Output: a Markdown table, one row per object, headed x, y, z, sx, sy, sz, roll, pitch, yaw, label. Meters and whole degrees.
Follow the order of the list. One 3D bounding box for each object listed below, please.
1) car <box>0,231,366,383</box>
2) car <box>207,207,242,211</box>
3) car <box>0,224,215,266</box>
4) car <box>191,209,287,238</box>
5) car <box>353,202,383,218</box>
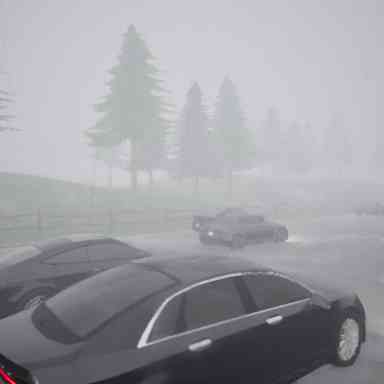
| x | y | z | sx | sy | sz | roll | pitch | yaw | label |
| --- | --- | --- | --- | --- | --- | --- | --- | --- | --- |
| 0.295 | 1.532 | 4.091 | 4.892 | 1.490 | 1.837 | 0 | 0 | -37 | car |
| 2.244 | 1.574 | 18.973 | 5.008 | 1.535 | 1.882 | 0 | 0 | -38 | car |
| -1.968 | 1.597 | 6.927 | 4.674 | 1.442 | 1.812 | 0 | 0 | -36 | car |
| 2.340 | 1.632 | 14.617 | 4.181 | 1.385 | 1.994 | 0 | 0 | -38 | car |
| 16.820 | 1.596 | 30.543 | 4.718 | 1.301 | 1.895 | 0 | 0 | -39 | car |
